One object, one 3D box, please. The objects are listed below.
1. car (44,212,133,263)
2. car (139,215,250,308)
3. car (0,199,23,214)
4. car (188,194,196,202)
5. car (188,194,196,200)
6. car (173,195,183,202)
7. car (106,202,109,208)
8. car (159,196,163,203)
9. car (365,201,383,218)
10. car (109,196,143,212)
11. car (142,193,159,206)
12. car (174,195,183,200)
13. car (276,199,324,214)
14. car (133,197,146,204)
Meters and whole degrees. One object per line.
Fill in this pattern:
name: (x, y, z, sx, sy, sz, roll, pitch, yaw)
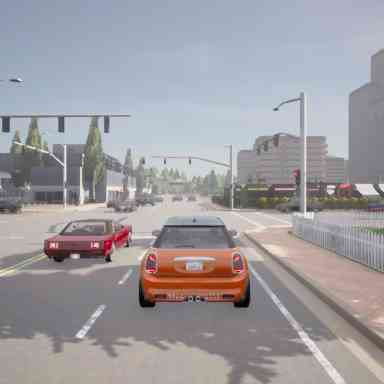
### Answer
car: (-3.422, 1.601, 11.996, 1.895, 1.301, 4.718, 0, 0, 0)
car: (0.060, 1.352, 8.101, 2.097, 1.767, 4.553, 0, 0, 0)
car: (-19.922, 1.505, 33.947, 4.892, 1.490, 1.837, 0, 1, -4)
car: (-0.039, 1.531, 77.437, 2.033, 1.411, 5.357, 0, 0, 0)
car: (-0.044, 1.398, 87.712, 2.128, 1.511, 4.902, 0, 0, 0)
car: (-3.539, 1.513, 77.754, 1.812, 1.442, 4.674, 0, 0, 0)
car: (-10.621, 1.564, 46.666, 1.994, 1.385, 4.181, 0, 0, 0)
car: (-7.037, 1.556, 68.662, 1.994, 1.385, 4.181, 0, 0, 0)
car: (17.477, 1.601, 27.684, 4.718, 1.301, 1.895, 0, 0, -2)
car: (-7.119, 1.493, 36.420, 2.128, 1.511, 4.902, 0, 0, 0)
car: (-7.120, 1.223, 53.409, 2.150, 2.045, 5.566, 0, 0, 0)
car: (-3.544, 1.425, 87.709, 1.994, 1.385, 4.181, 0, 0, 0)
car: (11.254, 1.491, 34.762, 4.902, 1.511, 2.128, 0, 0, -1)
car: (-10.546, 1.601, 67.388, 1.895, 1.301, 4.718, 0, 0, 0)
